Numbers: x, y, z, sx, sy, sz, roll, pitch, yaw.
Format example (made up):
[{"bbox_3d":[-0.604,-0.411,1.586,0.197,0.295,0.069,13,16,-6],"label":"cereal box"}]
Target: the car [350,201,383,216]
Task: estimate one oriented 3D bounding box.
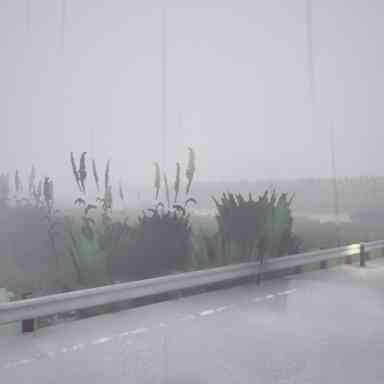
[{"bbox_3d":[14.504,1.549,25.024,2.097,1.767,4.553,-1,1,-43],"label":"car"}]
